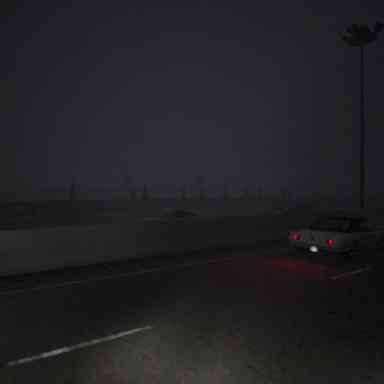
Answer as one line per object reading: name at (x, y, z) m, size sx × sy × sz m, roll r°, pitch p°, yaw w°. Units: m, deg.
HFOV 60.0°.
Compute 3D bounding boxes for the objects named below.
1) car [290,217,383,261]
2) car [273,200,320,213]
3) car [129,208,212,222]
car at (5.801, 1.578, 12.186) m, size 4.718 × 1.301 × 1.895 m, roll 0°, pitch 0°, yaw -36°
car at (10.407, 1.493, 32.893) m, size 5.357 × 1.411 × 2.033 m, roll 0°, pitch 0°, yaw -35°
car at (-1.005, 1.508, 16.156) m, size 4.674 × 1.442 × 1.812 m, roll 0°, pitch 0°, yaw -36°
